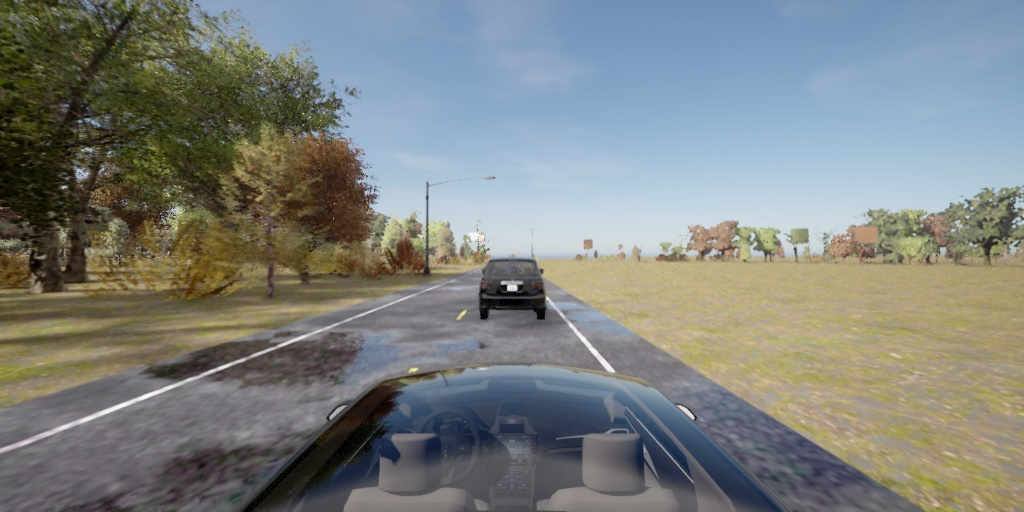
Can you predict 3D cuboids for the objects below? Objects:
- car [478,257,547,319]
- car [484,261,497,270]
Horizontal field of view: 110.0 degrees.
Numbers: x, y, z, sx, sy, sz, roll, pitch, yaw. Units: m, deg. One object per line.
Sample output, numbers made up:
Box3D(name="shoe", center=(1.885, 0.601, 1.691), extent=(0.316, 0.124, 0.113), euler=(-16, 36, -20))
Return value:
Box3D(name="car", center=(0.030, 1.039, 13.228), extent=(2.150, 2.045, 5.566), euler=(0, 0, 0))
Box3D(name="car", center=(-3.575, 1.568, 60.716), extent=(1.882, 1.535, 5.008), euler=(0, 0, 1))
